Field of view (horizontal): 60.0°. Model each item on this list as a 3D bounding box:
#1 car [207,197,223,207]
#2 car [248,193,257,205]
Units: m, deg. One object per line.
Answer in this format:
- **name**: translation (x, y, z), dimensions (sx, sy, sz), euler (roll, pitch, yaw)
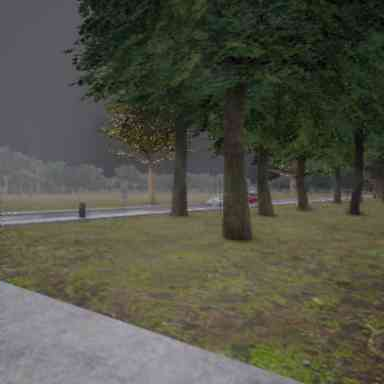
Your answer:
- **car**: translation (3.887, 1.406, 47.889), dimensions (1.812, 1.442, 4.674), euler (0, 0, 36)
- **car**: translation (9.733, 1.106, 56.085), dimensions (2.150, 2.045, 5.566), euler (0, 0, 36)
